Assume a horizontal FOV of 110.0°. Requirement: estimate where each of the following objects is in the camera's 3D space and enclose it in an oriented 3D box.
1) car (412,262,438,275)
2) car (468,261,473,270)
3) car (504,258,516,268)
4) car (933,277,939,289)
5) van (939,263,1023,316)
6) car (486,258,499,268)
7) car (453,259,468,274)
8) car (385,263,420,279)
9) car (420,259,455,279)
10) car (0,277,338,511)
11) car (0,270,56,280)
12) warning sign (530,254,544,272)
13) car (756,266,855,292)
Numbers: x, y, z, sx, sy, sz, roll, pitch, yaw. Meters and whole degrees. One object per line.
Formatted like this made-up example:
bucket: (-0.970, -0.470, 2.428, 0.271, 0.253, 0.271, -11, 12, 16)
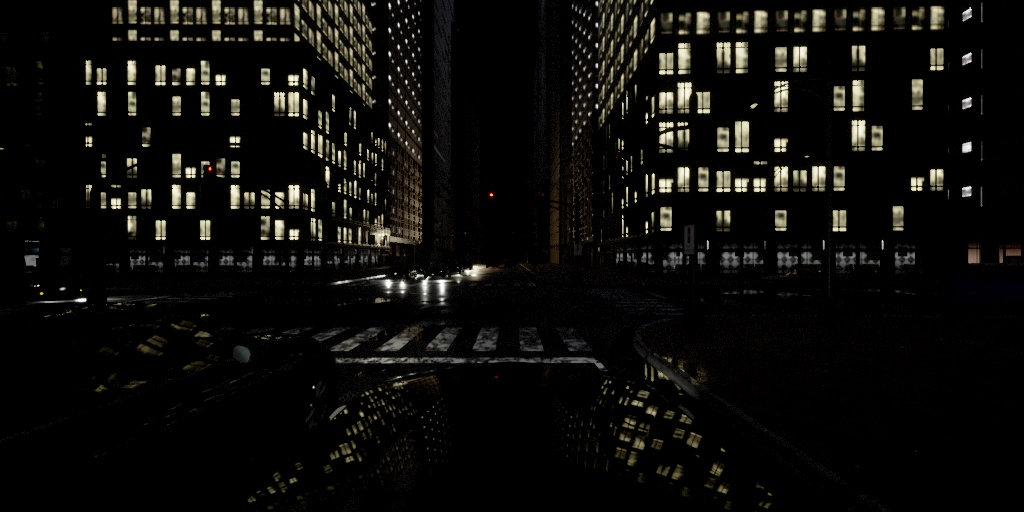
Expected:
car: (-10.054, 1.361, 41.679, 1.994, 1.385, 4.181, 0, 0, 0)
car: (-6.857, 1.389, 52.776, 1.994, 1.385, 4.181, 0, 0, 0)
car: (-0.329, 1.426, 63.793, 1.994, 1.385, 4.181, 0, 0, 0)
car: (26.824, 1.356, 20.451, 4.207, 1.307, 1.802, 0, 0, 2)
van: (18.301, 1.119, 12.718, 3.998, 1.789, 1.690, 0, 0, 2)
car: (-3.473, 1.213, 63.616, 2.097, 1.767, 4.553, 0, 0, -1)
car: (-6.817, 1.277, 42.797, 1.882, 1.535, 5.008, 0, 0, 0)
car: (-10.015, 1.343, 32.770, 1.994, 1.385, 4.181, 0, 0, 0)
car: (-6.764, 1.305, 32.923, 1.812, 1.442, 4.674, 0, 0, 0)
car: (-3.154, 1.102, 2.525, 2.097, 1.767, 4.553, 0, 0, 0)
car: (-22.521, 1.322, 16.378, 4.181, 1.385, 1.994, 0, 0, 0)
warning sign: (2.643, 0.910, 40.794, 1.300, 1.860, 1.060, 0, 0, 0)
car: (16.987, 1.293, 20.883, 4.829, 1.417, 1.751, 0, 0, 2)
